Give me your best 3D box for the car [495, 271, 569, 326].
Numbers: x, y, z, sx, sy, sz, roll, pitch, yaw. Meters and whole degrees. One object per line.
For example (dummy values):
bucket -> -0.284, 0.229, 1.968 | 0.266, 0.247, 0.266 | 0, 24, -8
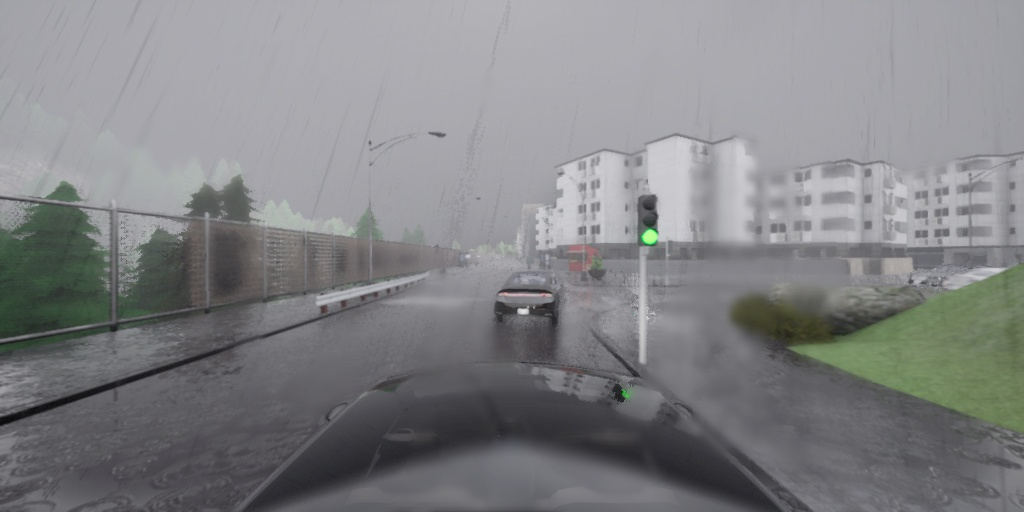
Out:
car -> 0.783, 1.247, 11.813 | 2.128, 1.511, 4.902 | 0, 0, 12

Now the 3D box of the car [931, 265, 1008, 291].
car -> 23.616, 1.285, 17.185 | 4.674, 1.442, 1.812 | 0, 0, 0

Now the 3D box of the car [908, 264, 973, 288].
car -> 26.637, 1.252, 21.367 | 4.902, 1.511, 2.128 | 0, 0, 0
